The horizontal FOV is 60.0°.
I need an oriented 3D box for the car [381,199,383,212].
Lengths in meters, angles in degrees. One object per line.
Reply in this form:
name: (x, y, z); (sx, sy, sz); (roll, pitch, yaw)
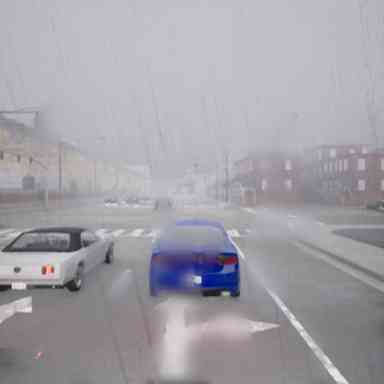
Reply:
car: (17.675, 1.414, 25.388); (4.902, 1.511, 2.128); (0, 0, 1)

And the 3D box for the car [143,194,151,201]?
car: (-10.420, 1.273, 74.713); (1.837, 1.490, 4.892); (0, 0, 0)

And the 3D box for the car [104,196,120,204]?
car: (-14.000, 1.386, 58.482); (1.994, 1.385, 4.181); (0, 0, 0)

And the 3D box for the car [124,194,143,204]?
car: (-10.501, 1.174, 58.485); (2.097, 1.767, 4.553); (0, 0, 0)

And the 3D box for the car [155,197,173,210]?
car: (-3.357, 1.383, 39.818); (1.837, 1.490, 4.892); (0, 0, 0)

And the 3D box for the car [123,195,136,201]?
car: (-13.920, 1.370, 74.081); (1.895, 1.301, 4.718); (0, 0, 0)

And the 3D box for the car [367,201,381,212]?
car: (21.626, 1.367, 36.039); (5.008, 1.535, 1.882); (0, 0, 0)

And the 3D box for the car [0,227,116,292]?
car: (-3.420, 1.574, 8.837); (1.895, 1.301, 4.718); (0, 0, 0)

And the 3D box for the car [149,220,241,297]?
car: (0.075, 1.451, 8.570); (1.882, 1.535, 5.008); (0, 0, 1)
